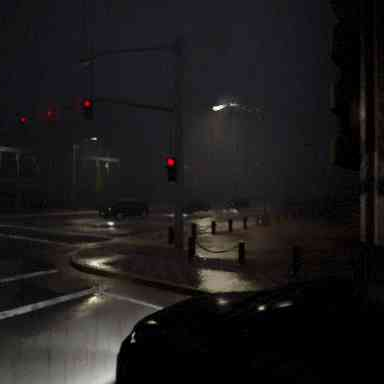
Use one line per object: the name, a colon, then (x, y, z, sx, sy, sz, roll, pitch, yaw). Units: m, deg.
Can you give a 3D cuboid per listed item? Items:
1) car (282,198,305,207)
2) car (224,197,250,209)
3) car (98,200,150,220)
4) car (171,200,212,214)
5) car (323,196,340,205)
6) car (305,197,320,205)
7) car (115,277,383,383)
car: (15.272, 1.544, 50.835, 1.994, 1.385, 4.181, 0, 0, 36)
car: (6.129, 1.493, 44.468, 1.837, 1.490, 4.892, 0, 0, 36)
car: (-5.645, 1.494, 28.172, 1.837, 1.490, 4.892, 0, 0, 36)
car: (0.079, 1.536, 36.107, 2.033, 1.411, 5.357, 0, 0, 36)
car: (23.880, 1.450, 56.794, 1.882, 1.535, 5.008, 0, 0, 35)
car: (21.095, 1.528, 58.916, 2.033, 1.411, 5.357, 0, 0, 36)
car: (1.239, 1.564, 3.110, 4.181, 1.385, 1.994, 0, 0, 36)
